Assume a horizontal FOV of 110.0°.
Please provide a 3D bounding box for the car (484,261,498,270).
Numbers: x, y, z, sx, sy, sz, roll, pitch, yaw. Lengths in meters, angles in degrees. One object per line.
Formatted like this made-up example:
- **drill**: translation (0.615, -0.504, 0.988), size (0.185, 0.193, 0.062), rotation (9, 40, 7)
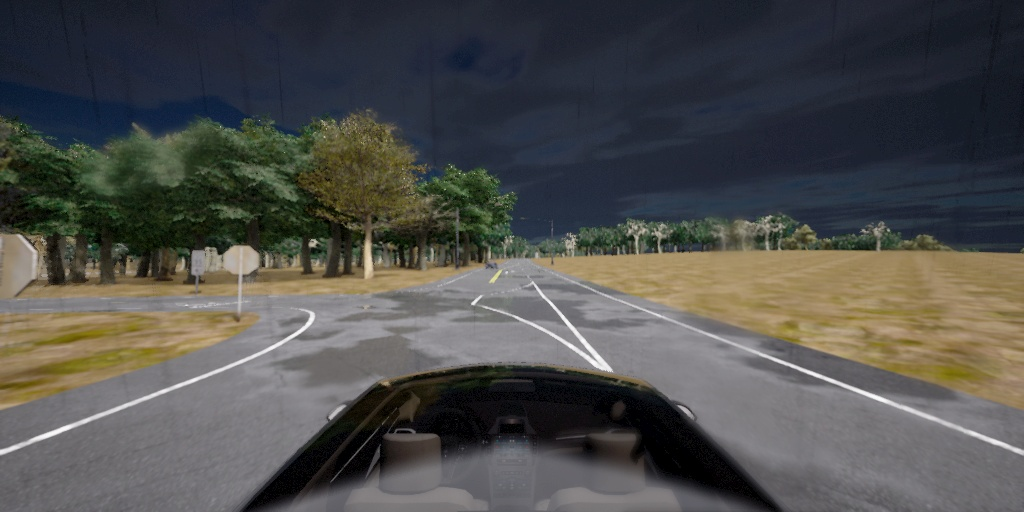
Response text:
- **car**: translation (-3.424, 1.575, 59.560), size (1.994, 1.385, 4.181), rotation (0, 0, 2)
